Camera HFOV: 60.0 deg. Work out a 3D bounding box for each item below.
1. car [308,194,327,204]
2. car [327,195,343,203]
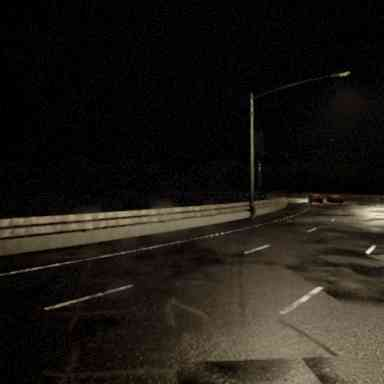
[{"bbox_3d":[20.702,1.145,55.946,2.128,1.511,4.902,0,0,13],"label":"car"},{"bbox_3d":[24.548,1.195,57.311,1.994,1.385,4.181,0,0,12],"label":"car"}]
